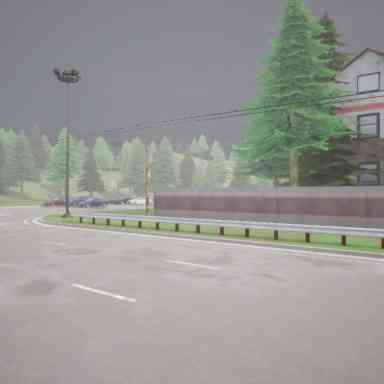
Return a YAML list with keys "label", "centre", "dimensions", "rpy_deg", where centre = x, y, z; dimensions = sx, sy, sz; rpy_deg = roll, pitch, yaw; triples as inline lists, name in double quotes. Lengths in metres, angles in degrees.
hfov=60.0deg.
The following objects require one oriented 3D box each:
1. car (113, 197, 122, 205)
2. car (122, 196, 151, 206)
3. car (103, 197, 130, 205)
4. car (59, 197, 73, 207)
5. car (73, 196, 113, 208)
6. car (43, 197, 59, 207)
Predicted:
- label: "car"
  centre: [-11.423, 1.478, 57.404]
  dimensions: [1.882, 1.535, 5.008]
  rpy_deg: [0, 0, 36]
- label: "car"
  centre: [-8.743, 1.526, 55.158]
  dimensions: [1.812, 1.442, 4.674]
  rpy_deg: [0, 0, 36]
- label: "car"
  centre: [-13.583, 1.600, 60.378]
  dimensions: [1.895, 1.301, 4.718]
  rpy_deg: [0, 0, 36]
- label: "car"
  centre: [-16.895, 1.352, 49.835]
  dimensions: [2.097, 1.767, 4.553]
  rpy_deg: [0, 0, 36]
- label: "car"
  centre: [-14.136, 1.526, 47.682]
  dimensions: [1.812, 1.442, 4.674]
  rpy_deg: [0, 0, 36]
- label: "car"
  centre: [-20.367, 1.526, 51.008]
  dimensions: [1.812, 1.442, 4.674]
  rpy_deg: [0, 0, 36]
